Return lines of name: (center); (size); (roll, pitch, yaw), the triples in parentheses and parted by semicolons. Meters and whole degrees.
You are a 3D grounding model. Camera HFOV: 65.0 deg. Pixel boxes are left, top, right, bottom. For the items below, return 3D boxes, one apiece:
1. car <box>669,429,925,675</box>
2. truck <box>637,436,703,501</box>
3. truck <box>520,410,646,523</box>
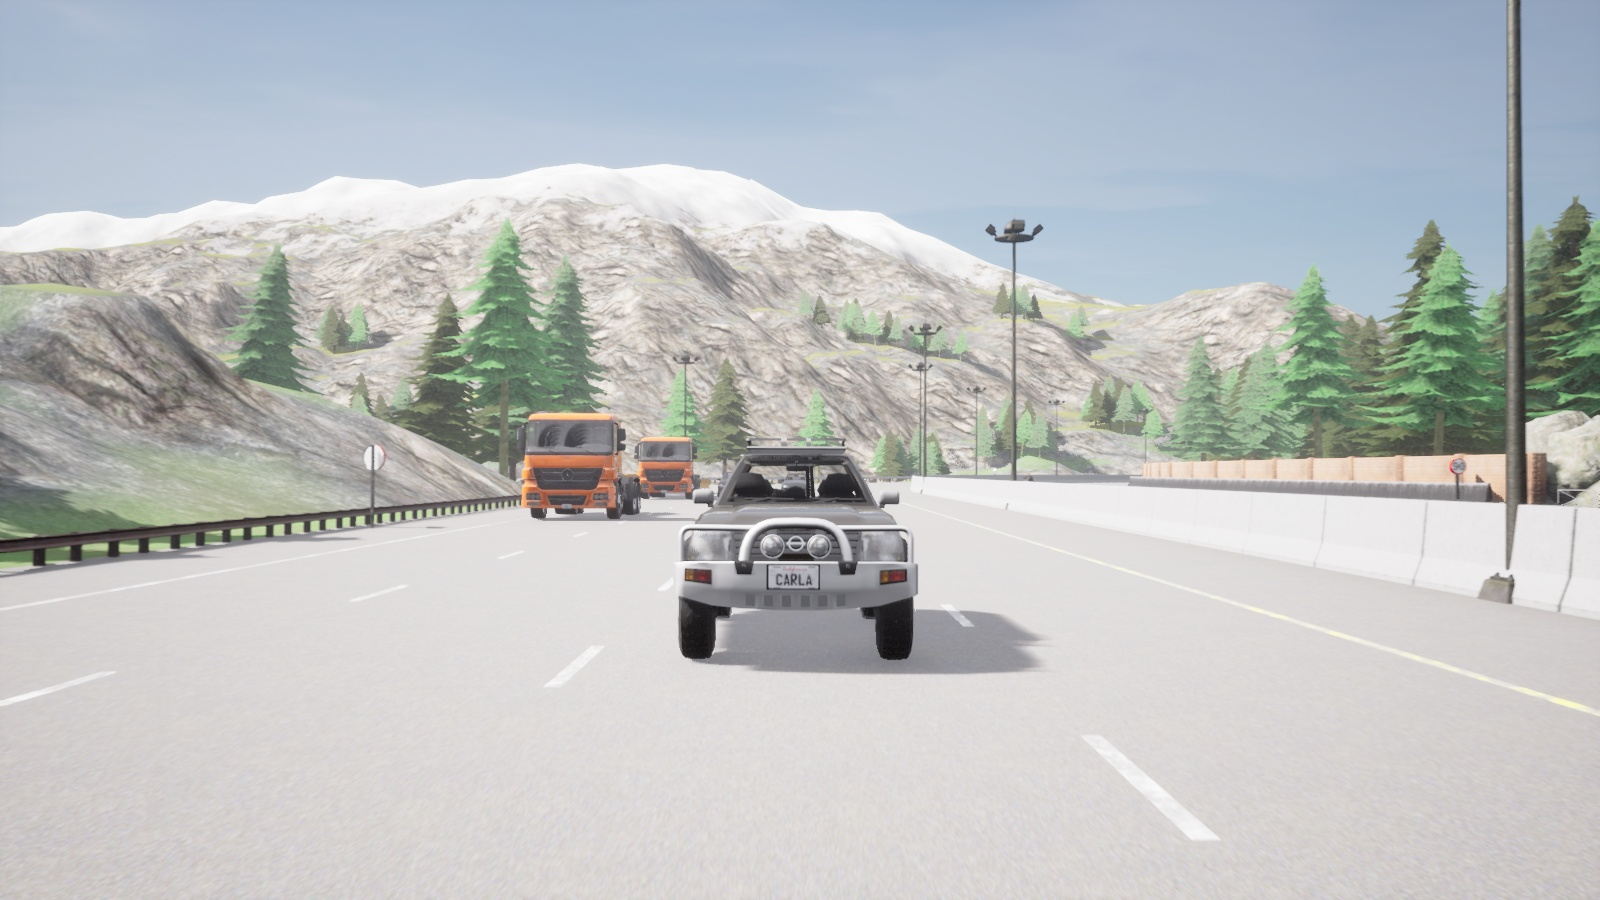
car: (-0.029, 0.831, 11.835); (1.932, 1.855, 4.605); (0, -1, 0)
truck: (-7.174, 1.038, 70.273); (2.891, 3.462, 7.936); (0, -1, 0)
truck: (-7.106, 0.568, 42.245); (2.891, 3.462, 7.936); (0, -1, 0)
